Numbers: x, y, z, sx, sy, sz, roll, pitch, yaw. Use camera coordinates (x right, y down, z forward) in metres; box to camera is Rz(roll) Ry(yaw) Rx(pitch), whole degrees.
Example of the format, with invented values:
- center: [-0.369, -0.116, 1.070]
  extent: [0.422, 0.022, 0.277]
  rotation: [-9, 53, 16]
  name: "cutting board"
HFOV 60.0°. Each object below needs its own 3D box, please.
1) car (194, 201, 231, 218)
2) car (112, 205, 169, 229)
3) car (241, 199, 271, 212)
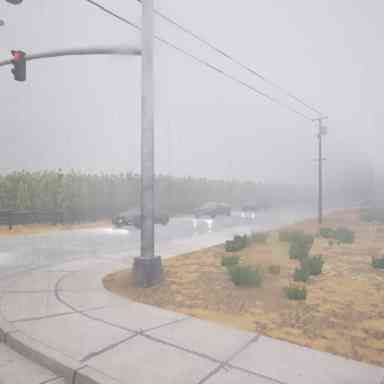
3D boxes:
- center: [2.021, 1.560, 30.592]
  extent: [1.812, 1.442, 4.674]
  rotation: [0, 0, 33]
  name: "car"
- center: [-3.353, 1.599, 22.276]
  extent: [1.994, 1.385, 4.181]
  rotation: [0, 0, 33]
  name: "car"
- center: [7.665, 1.582, 39.363]
  extent: [2.033, 1.411, 5.357]
  rotation: [0, 0, 33]
  name: "car"
